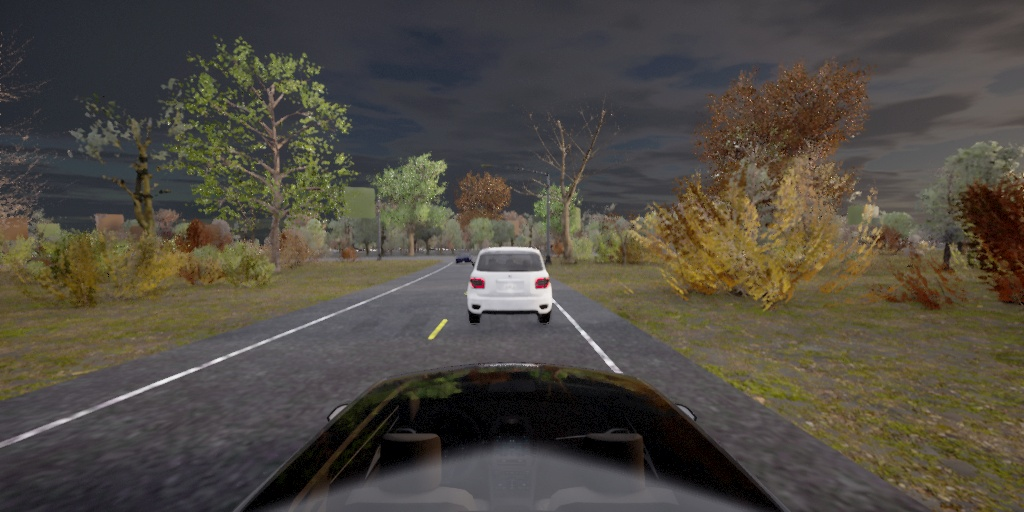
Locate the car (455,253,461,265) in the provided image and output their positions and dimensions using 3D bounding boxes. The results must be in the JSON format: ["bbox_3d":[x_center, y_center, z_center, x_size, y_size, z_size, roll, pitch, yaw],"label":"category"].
[{"bbox_3d":[-5.560,0.298,41.794,1.895,1.301,4.718,0,2,-5],"label":"car"}]

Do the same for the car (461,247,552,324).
[{"bbox_3d":[-0.089,0.728,11.082,2.150,2.045,5.566,0,2,-1],"label":"car"}]
